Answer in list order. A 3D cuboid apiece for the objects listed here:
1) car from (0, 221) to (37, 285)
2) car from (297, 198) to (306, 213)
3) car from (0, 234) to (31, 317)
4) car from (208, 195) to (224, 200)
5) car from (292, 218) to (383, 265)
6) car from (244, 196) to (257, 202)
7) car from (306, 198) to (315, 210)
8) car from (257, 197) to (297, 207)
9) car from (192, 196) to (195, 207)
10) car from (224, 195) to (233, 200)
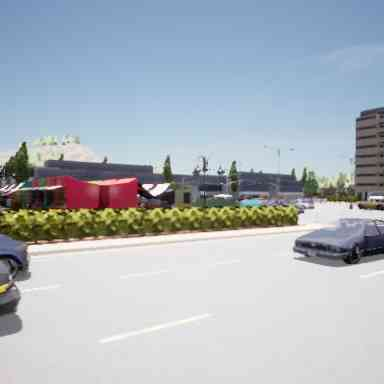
[{"bbox_3d":[-6.277,1.551,8.159,4.181,1.385,1.994,1,0,-34],"label":"car"},{"bbox_3d":[14.084,1.879,48.490,1.784,1.438,3.905,1,0,-34],"label":"car"},{"bbox_3d":[-5.353,1.520,4.511,5.357,1.411,2.033,1,0,-35],"label":"car"},{"bbox_3d":[5.245,1.797,81.834,1.905,1.878,3.866,1,0,-34],"label":"car"},{"bbox_3d":[6.138,1.690,12.425,5.357,1.411,2.033,1,0,-34],"label":"car"},{"bbox_3d":[12.792,2.010,65.851,1.970,1.475,3.806,1,0,-34],"label":"car"},{"bbox_3d":[16.481,1.946,50.112,1.970,1.475,3.806,1,0,-34],"label":"car"},{"bbox_3d":[11.892,1.635,46.946,1.932,1.855,4.605,1,0,-34],"label":"car"},{"bbox_3d":[-1.147,1.562,56.307,1.932,1.855,4.605,1,0,-34],"label":"car"},{"bbox_3d":[7.672,1.830,83.412,1.932,1.855,4.605,1,0,-34],"label":"car"}]
